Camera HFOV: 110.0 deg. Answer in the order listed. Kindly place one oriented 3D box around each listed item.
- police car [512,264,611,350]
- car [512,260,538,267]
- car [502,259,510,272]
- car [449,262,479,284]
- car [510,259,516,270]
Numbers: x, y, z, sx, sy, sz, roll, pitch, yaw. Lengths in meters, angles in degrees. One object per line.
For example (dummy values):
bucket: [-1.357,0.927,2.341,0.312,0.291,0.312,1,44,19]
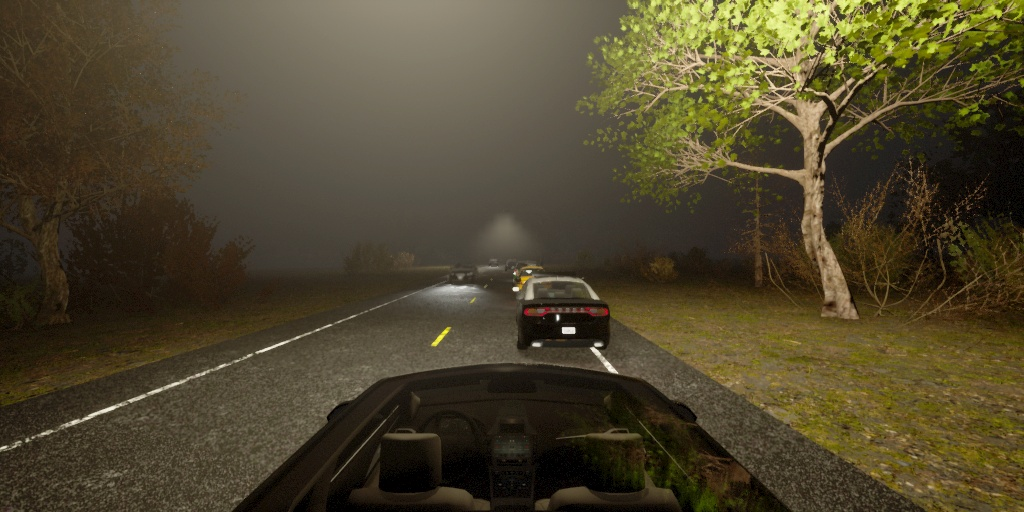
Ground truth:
police car: [1.050,1.177,9.230,1.930,1.638,5.238,0,0,0]
car: [1.049,1.209,19.312,1.801,1.575,5.366,0,0,0]
car: [0.026,1.283,47.379,1.812,1.442,4.674,0,0,1]
car: [-3.600,1.246,27.425,2.128,1.511,4.902,0,0,0]
car: [1.049,1.106,25.092,2.097,1.767,4.553,0,0,0]
